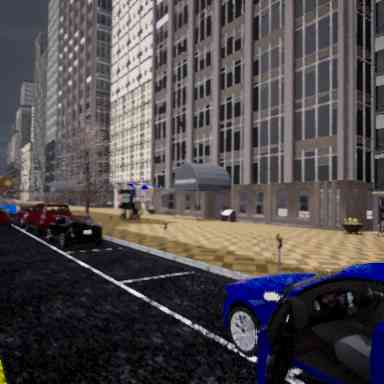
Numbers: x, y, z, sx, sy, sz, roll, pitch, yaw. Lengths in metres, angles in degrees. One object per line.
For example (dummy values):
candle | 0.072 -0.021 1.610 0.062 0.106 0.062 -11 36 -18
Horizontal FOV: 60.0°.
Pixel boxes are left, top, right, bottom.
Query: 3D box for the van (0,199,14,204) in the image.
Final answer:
van | -21.702 1.765 38.865 1.690 1.788 3.998 2 -2 -35

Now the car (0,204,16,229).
car | -13.669 1.767 22.940 1.812 1.442 4.674 2 -1 -35

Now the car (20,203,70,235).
car | -8.943 1.587 20.752 2.192 1.841 5.009 2 -2 -35

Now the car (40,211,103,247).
car | -5.758 1.800 16.217 1.947 1.339 4.313 2 -2 -35

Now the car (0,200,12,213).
car | -24.893 1.902 43.392 1.967 1.590 4.097 2 -2 -35

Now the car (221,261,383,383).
car | 2.422 1.602 4.029 1.882 1.535 5.008 2 -1 -35

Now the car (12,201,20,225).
car | -12.135 1.750 25.277 1.967 1.590 4.097 2 -2 -35

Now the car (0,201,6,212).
car | -28.182 2.027 48.058 1.752 1.417 4.829 2 -2 -35
